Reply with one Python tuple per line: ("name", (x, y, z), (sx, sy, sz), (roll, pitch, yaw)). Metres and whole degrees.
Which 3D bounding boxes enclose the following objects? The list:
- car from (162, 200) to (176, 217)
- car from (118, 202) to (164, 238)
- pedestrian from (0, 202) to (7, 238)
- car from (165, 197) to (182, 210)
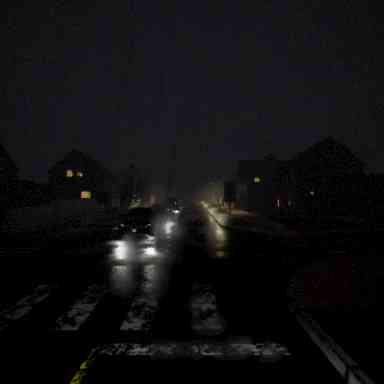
("car", (-2.844, 1.675, 31.809), (1.895, 1.301, 4.718), (0, 0, 0))
("car", (-2.841, 1.589, 18.650), (1.812, 1.442, 4.674), (0, 1, 0))
("pedestrian", (-9.813, 1.384, 16.888), (0.375, 1.860, 0.375), (0, -3, -1))
("car", (-2.842, 1.480, 45.150), (2.097, 1.767, 4.553), (0, 0, 0))
